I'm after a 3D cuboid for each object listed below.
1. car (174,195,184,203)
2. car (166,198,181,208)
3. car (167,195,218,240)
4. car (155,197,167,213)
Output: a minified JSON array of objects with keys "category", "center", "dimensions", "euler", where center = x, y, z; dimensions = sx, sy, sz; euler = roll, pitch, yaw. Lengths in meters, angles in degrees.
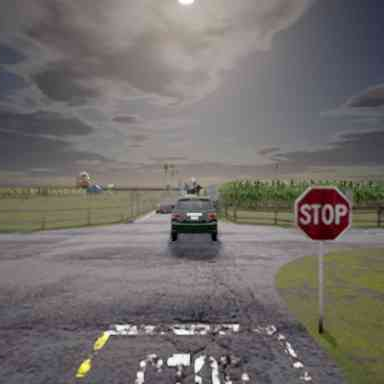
[{"category":"car","center":[-2.684,1.469,67.593],"dimensions":[1.837,1.490,4.892],"euler":[0,0,0]},{"category":"car","center":[-2.785,1.596,50.844],"dimensions":[2.033,1.411,5.357],"euler":[0,0,0]},{"category":"car","center":[0.112,1.241,17.240],"dimensions":[2.150,2.045,5.566],"euler":[0,0,0]},{"category":"car","center":[-2.810,1.393,36.785],"dimensions":[2.097,1.767,4.553],"euler":[0,0,0]}]
